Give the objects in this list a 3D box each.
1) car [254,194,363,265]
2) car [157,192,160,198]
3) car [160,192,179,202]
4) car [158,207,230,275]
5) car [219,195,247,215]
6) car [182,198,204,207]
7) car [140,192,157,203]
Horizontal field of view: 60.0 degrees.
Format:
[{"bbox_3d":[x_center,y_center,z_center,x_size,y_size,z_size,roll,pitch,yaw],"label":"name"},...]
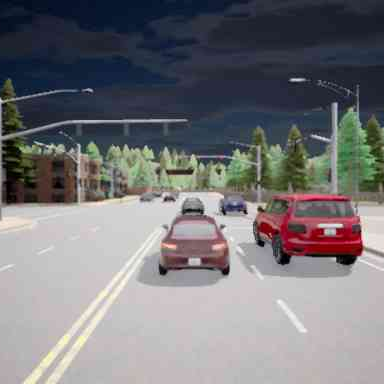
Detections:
[{"bbox_3d":[3.564,1.088,11.229,2.150,2.045,5.566,0,1,0],"label":"car"},{"bbox_3d":[-7.025,0.683,68.610,2.033,1.411,5.357,0,1,0],"label":"car"},{"bbox_3d":[-3.577,0.972,53.398,1.895,1.301,4.718,0,1,0],"label":"car"},{"bbox_3d":[0.060,1.408,9.928,1.812,1.442,4.674,0,1,0],"label":"car"},{"bbox_3d":[3.573,1.002,29.735,2.097,1.767,4.553,0,1,0],"label":"car"},{"bbox_3d":[0.077,1.202,30.687,1.994,1.385,4.181,0,1,0],"label":"car"},{"bbox_3d":[-7.084,0.886,52.616,1.837,1.490,4.892,0,1,0],"label":"car"}]
